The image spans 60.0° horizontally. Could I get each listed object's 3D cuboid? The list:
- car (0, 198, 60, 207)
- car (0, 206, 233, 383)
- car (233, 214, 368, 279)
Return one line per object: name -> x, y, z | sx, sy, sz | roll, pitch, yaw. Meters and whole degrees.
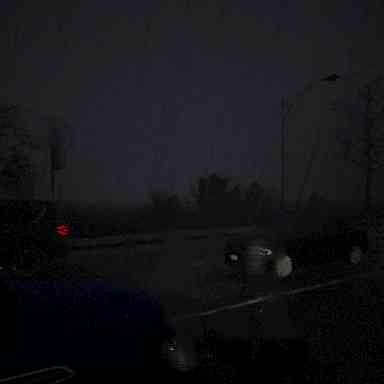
car -> -5.950, 1.201, 8.255 | 5.566, 2.045, 2.150 | 0, 0, -35
car -> -2.591, 1.214, 1.824 | 5.566, 2.045, 2.150 | 0, 0, -36
car -> 3.251, 1.462, 10.124 | 5.008, 1.535, 1.882 | 0, 0, -31
